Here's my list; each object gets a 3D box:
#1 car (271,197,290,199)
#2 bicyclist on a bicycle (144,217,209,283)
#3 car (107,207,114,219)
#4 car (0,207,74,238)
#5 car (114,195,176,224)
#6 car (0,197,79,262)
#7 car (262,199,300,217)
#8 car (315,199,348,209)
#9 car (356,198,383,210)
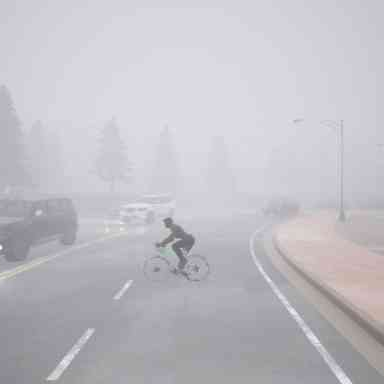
[{"bbox_3d":[10.607,1.351,38.558,4.553,1.767,2.097,0,0,-44],"label":"car"},{"bbox_3d":[-0.402,1.452,8.246,1.656,1.620,0.582,-2,0,2],"label":"bicyclist on a bicycle"},{"bbox_3d":[-5.273,1.504,28.864,1.837,1.490,4.892,0,0,26],"label":"car"},{"bbox_3d":[-8.843,1.600,18.674,1.895,1.301,4.718,0,0,13],"label":"car"},{"bbox_3d":[-3.145,1.222,25.098,2.150,2.045,5.566,0,0,23],"label":"car"},{"bbox_3d":[-6.314,1.220,12.543,2.150,2.045,5.566,0,0,7],"label":"car"},{"bbox_3d":[8.459,1.600,31.312,1.895,1.301,4.718,0,0,37],"label":"car"},{"bbox_3d":[18.748,1.599,44.554,4.718,1.301,1.895,0,0,-30],"label":"car"},{"bbox_3d":[23.975,1.546,43.401,5.357,1.411,2.033,0,0,-23],"label":"car"}]
